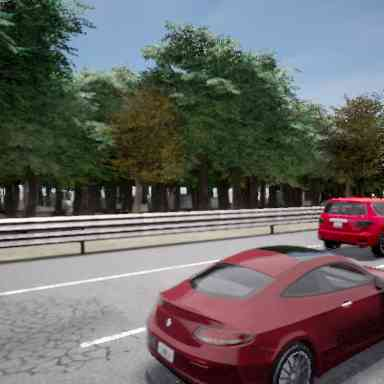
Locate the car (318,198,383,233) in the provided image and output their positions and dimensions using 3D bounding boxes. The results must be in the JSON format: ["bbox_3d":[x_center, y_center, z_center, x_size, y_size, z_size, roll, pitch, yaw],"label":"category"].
[{"bbox_3d":[7.332,1.256,13.299,5.566,2.045,2.150,0,0,-36],"label":"car"}]

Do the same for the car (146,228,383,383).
[{"bbox_3d":[1.589,1.535,4.889,4.674,1.442,1.812,0,0,-36],"label":"car"}]
